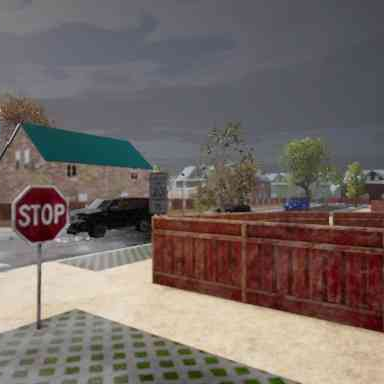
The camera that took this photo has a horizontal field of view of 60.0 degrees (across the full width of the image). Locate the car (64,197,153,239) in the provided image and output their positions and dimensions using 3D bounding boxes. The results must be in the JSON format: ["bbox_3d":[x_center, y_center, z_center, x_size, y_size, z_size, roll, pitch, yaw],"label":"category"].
[{"bbox_3d":[-4.515,1.303,18.622,2.150,2.045,5.566,1,0,35],"label":"car"}]

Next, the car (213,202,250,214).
[{"bbox_3d":[3.646,1.675,30.461,1.882,1.535,5.008,1,0,35],"label":"car"}]

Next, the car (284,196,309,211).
[{"bbox_3d":[14.586,1.631,46.159,2.150,2.045,5.566,1,0,35],"label":"car"}]
